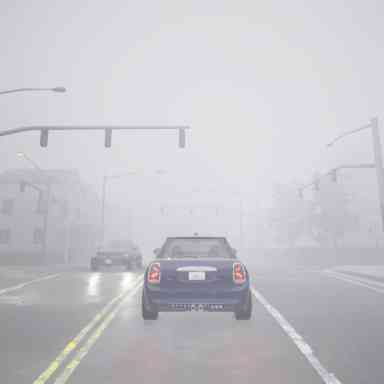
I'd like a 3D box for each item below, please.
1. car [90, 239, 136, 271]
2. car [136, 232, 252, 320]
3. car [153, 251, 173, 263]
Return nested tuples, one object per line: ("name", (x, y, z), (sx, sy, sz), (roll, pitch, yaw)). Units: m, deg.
("car", (-3.613, 3.111, 16.672), (1.812, 1.442, 4.674), (0, -9, 0))
("car", (0.085, 1.807, 8.234), (2.097, 1.767, 4.553), (0, -7, 0))
("car", (-3.678, 8.344, 42.675), (2.033, 1.411, 5.357), (0, -11, 0))
